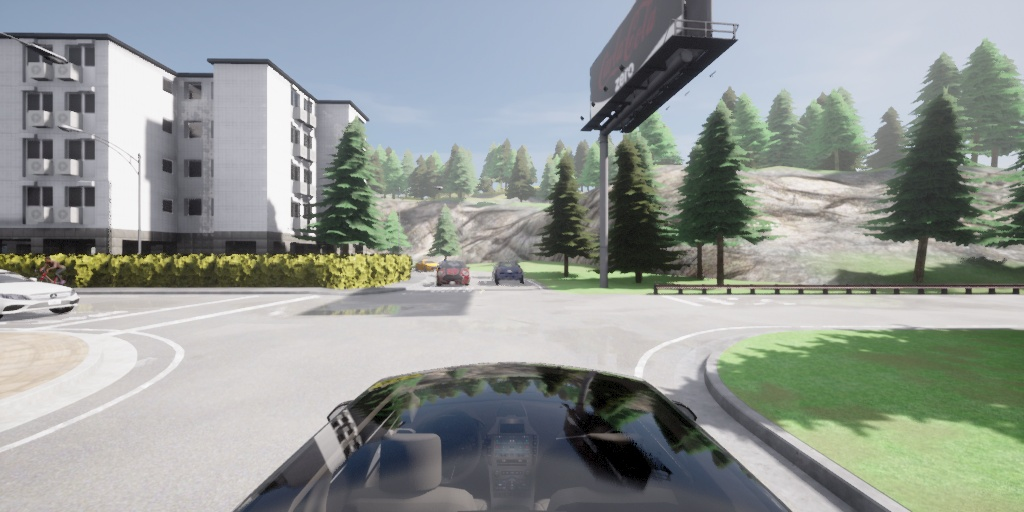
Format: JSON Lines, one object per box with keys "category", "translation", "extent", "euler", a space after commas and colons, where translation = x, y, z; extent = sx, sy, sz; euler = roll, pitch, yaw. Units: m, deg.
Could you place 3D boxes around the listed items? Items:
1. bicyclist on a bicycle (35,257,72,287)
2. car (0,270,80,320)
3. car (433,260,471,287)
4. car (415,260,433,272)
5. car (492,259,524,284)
{"category": "bicyclist on a bicycle", "translation": [-23.004, 0.872, 17.922], "extent": [0.582, 1.620, 1.656], "euler": [0, 0, -1]}
{"category": "car", "translation": [-15.820, 1.098, 10.545], "extent": [4.674, 1.442, 1.812], "euler": [0, 0, -1]}
{"category": "car", "translation": [-3.941, 1.098, 24.629], "extent": [2.097, 1.767, 4.553], "euler": [0, 0, -6]}
{"category": "car", "translation": [-10.722, 1.222, 45.522], "extent": [1.882, 1.535, 5.008], "euler": [0, 0, -33]}
{"category": "car", "translation": [-0.410, 1.098, 27.513], "extent": [2.097, 1.767, 4.553], "euler": [0, 0, -6]}
